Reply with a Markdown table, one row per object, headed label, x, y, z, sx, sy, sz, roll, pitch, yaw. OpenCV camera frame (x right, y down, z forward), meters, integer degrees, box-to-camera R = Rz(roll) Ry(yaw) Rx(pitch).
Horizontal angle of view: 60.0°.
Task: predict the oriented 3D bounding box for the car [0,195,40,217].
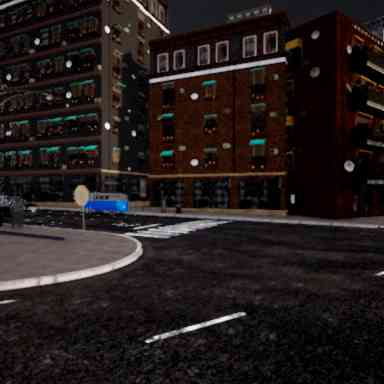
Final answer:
| label | x | y | z | sx | sy | sz | roll | pitch | yaw |
| --- | --- | --- | --- | --- | --- | --- | --- | --- | --- |
| car | -13.641 | 1.064 | 25.016 | 4.902 | 1.511 | 2.128 | 1 | 0 | 25 |

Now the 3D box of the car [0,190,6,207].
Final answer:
| label | x | y | z | sx | sy | sz | roll | pitch | yaw |
| --- | --- | --- | --- | --- | --- | --- | --- | --- | --- |
| car | -22.631 | 0.640 | 35.611 | 5.009 | 1.841 | 2.192 | 1 | -1 | 25 |

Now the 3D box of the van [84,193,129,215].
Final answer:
| label | x | y | z | sx | sy | sz | roll | pitch | yaw |
| --- | --- | --- | --- | --- | --- | --- | --- | --- | --- |
| van | -7.317 | 1.004 | 28.479 | 3.998 | 1.788 | 1.690 | 1 | -1 | 25 |
